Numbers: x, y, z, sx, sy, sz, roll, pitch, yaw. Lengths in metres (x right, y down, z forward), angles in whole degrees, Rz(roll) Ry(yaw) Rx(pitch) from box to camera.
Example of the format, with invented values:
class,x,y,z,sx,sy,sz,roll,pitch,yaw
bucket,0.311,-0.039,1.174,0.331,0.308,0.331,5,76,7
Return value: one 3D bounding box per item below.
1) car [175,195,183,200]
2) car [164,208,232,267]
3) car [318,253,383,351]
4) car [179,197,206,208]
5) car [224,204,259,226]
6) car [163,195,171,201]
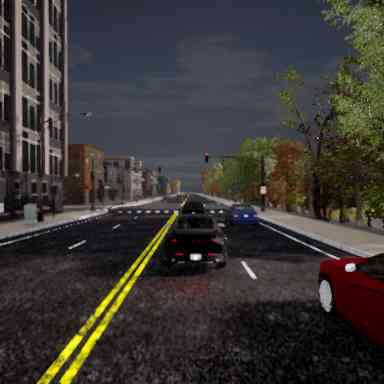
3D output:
class,x,y,z,sx,sy,sz,roll,pitch,yaw
car,-3.352,1.452,87.171,1.837,1.490,4.892,0,0,0
car,0.100,1.498,11.384,1.837,1.490,4.892,0,0,0
car,3.344,1.474,4.407,1.882,1.535,5.008,0,0,0
car,0.103,1.460,27.467,1.882,1.535,5.008,0,0,0
car,3.353,1.533,23.130,2.033,1.411,5.357,0,0,0
car,-6.602,1.492,87.160,2.033,1.411,5.357,0,0,0
